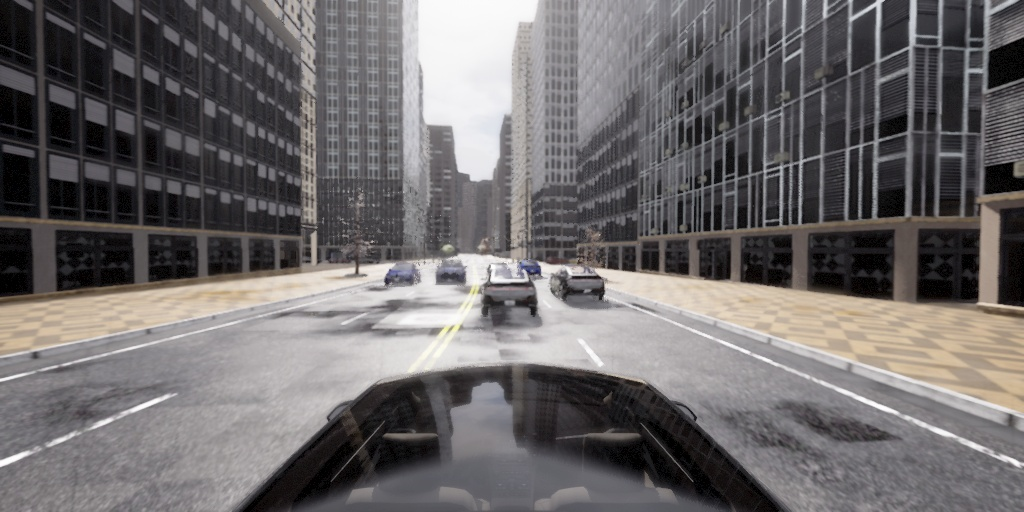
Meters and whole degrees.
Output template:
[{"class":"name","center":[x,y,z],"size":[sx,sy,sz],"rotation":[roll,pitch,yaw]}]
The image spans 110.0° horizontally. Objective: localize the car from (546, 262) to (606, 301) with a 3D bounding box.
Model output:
[{"class":"car","center":[2.970,1.214,17.073],"size":[2.128,1.511,4.902],"rotation":[0,0,-3]}]

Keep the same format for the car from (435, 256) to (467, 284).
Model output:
[{"class":"car","center":[-4.379,1.046,26.353],"size":[2.097,1.767,4.553],"rotation":[0,0,-5]}]

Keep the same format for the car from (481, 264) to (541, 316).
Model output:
[{"class":"car","center":[-0.128,1.215,13.206],"size":[2.128,1.511,4.902],"rotation":[0,0,-2]}]

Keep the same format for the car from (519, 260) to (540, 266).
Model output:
[{"class":"car","center":[1.537,1.156,34.139],"size":[1.882,1.535,5.008],"rotation":[0,0,-6]}]

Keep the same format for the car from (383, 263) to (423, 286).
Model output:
[{"class":"car","center":[-7.521,1.221,25.094],"size":[1.812,1.442,4.674],"rotation":[0,0,-5]}]
